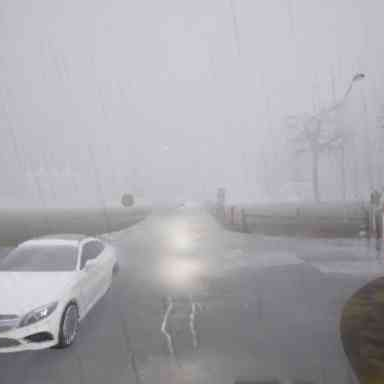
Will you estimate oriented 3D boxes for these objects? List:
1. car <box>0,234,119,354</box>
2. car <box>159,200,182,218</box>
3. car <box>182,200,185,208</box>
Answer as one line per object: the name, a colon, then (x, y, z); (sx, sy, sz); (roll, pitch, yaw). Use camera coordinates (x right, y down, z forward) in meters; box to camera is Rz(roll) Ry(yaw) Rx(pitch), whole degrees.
car: (-2.685, 1.619, 6.503); (1.812, 1.442, 4.674); (0, -1, 0)
car: (-2.446, 1.915, 36.119); (1.882, 1.535, 5.008); (0, 0, 0)
car: (-2.213, 2.309, 65.070); (2.033, 1.411, 5.357); (0, -1, 0)
